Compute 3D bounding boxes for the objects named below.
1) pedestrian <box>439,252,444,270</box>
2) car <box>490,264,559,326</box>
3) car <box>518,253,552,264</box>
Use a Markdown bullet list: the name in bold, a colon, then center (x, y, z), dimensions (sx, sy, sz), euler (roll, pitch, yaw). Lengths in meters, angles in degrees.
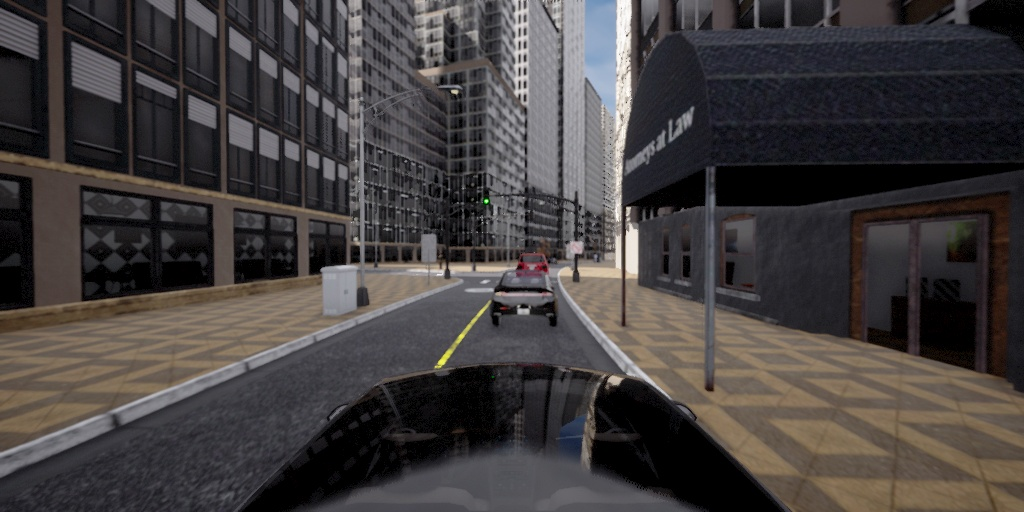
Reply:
- **pedestrian**: center (-7.416, 0.507, 37.359), dimensions (0.375, 1.860, 0.375), euler (0, 0, 21)
- **car**: center (0.434, 1.182, 11.399), dimensions (2.128, 1.511, 4.902), euler (0, 0, 3)
- **car**: center (1.560, 0.838, 25.526), dimensions (2.150, 2.045, 5.566), euler (0, 0, 6)
